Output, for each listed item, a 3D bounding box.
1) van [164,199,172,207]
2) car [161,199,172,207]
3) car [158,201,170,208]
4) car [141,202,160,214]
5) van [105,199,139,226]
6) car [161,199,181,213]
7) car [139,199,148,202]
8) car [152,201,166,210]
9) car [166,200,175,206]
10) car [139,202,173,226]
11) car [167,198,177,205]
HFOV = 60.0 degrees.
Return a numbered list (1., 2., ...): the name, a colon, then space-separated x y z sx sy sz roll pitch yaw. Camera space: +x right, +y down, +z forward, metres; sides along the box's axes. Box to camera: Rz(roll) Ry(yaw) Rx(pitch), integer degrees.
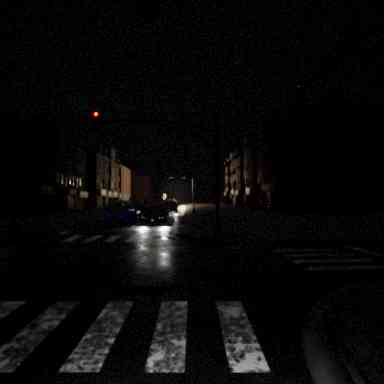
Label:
1. van: -5.438 2.412 75.759 1.690 1.788 3.998 1 -1 0
2. car: -5.432 2.405 70.468 1.967 1.590 4.097 1 -1 0
3. car: -5.427 2.407 65.177 1.887 1.381 4.507 1 -1 0
4. car: -5.396 2.033 44.018 1.887 1.381 4.507 2 -1 0
5. van: -5.363 1.542 25.137 1.690 1.788 3.998 2 -1 0
6. car: -2.779 1.955 43.325 1.837 1.490 4.892 0 -1 0
7. car: -5.374 1.638 33.442 2.192 1.841 5.009 2 -1 0
8. car: -5.412 2.250 54.597 1.802 1.307 4.206 2 -1 0
9. car: -5.457 2.845 86.334 2.008 1.369 4.403 1 -1 0
10. car: -2.755 1.746 25.595 1.837 1.490 4.892 0 0 0
11. car: -5.460 2.724 91.626 2.192 1.841 5.009 1 -1 0
